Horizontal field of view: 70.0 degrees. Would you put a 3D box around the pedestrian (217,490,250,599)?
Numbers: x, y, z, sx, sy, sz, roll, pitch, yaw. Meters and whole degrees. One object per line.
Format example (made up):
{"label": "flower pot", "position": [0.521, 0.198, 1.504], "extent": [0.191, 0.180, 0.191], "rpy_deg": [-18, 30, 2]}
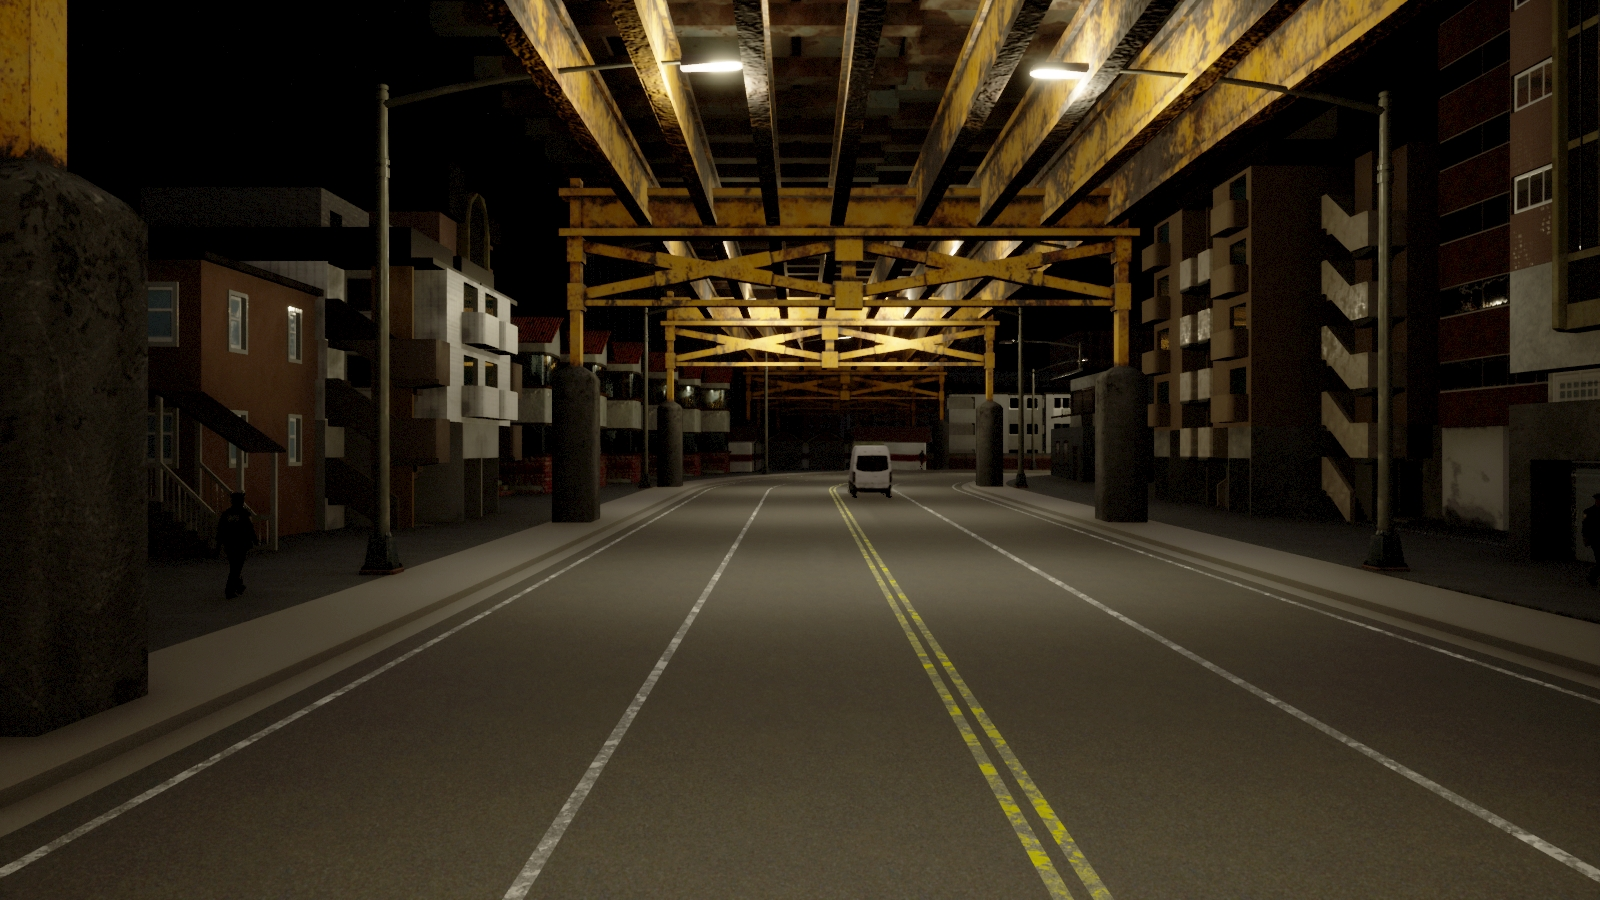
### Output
{"label": "pedestrian", "position": [-9.751, 1.619, 19.676], "extent": [0.375, 1.860, 0.375], "rpy_deg": [0, 0, 1]}

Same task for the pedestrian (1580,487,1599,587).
{"label": "pedestrian", "position": [15.085, 1.645, 21.633], "extent": [0.375, 1.860, 0.375], "rpy_deg": [0, 0, -10]}
